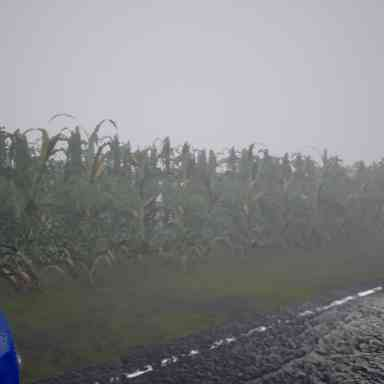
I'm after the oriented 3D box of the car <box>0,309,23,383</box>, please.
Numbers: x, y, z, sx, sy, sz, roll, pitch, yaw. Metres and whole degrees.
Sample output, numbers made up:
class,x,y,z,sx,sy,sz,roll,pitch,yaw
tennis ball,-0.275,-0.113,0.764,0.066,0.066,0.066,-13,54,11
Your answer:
class,x,y,z,sx,sy,sz,roll,pitch,yaw
car,-3.380,1.225,0.659,5.566,2.045,2.150,0,0,-35
